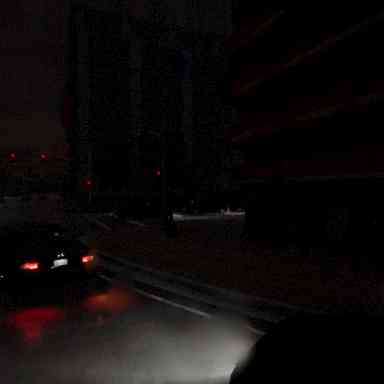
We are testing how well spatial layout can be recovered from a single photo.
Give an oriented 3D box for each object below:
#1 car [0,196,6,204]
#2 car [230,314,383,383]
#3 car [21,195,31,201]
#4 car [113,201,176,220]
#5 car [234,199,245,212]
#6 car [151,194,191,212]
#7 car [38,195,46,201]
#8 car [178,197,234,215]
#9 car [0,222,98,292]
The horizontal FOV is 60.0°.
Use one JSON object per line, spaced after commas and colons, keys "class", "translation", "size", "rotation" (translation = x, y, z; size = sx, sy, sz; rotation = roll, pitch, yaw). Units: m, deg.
{"class": "car", "translation": [-36.388, 1.525, 62.735], "size": [2.128, 1.511, 4.902], "rotation": [0, 0, -23]}
{"class": "car", "translation": [2.859, 1.547, 2.027], "size": [5.357, 1.411, 2.033], "rotation": [0, 0, 35]}
{"class": "car", "translation": [-40.171, 1.525, 80.638], "size": [2.128, 1.511, 4.902], "rotation": [0, 0, -23]}
{"class": "car", "translation": [-4.109, 1.658, 27.998], "size": [4.718, 1.301, 1.895], "rotation": [0, 0, -22]}
{"class": "car", "translation": [6.620, 1.560, 40.298], "size": [4.892, 1.490, 1.837], "rotation": [0, 0, -23]}
{"class": "car", "translation": [-2.532, 1.277, 36.500], "size": [5.566, 2.045, 2.150], "rotation": [0, 0, -23]}
{"class": "car", "translation": [-37.083, 1.540, 82.321], "size": [2.033, 1.411, 5.357], "rotation": [0, 0, -23]}
{"class": "car", "translation": [1.458, 1.560, 34.367], "size": [4.892, 1.490, 1.837], "rotation": [0, 0, -23]}
{"class": "car", "translation": [-4.362, 1.547, 9.045], "size": [2.033, 1.411, 5.357], "rotation": [0, 0, -39]}
